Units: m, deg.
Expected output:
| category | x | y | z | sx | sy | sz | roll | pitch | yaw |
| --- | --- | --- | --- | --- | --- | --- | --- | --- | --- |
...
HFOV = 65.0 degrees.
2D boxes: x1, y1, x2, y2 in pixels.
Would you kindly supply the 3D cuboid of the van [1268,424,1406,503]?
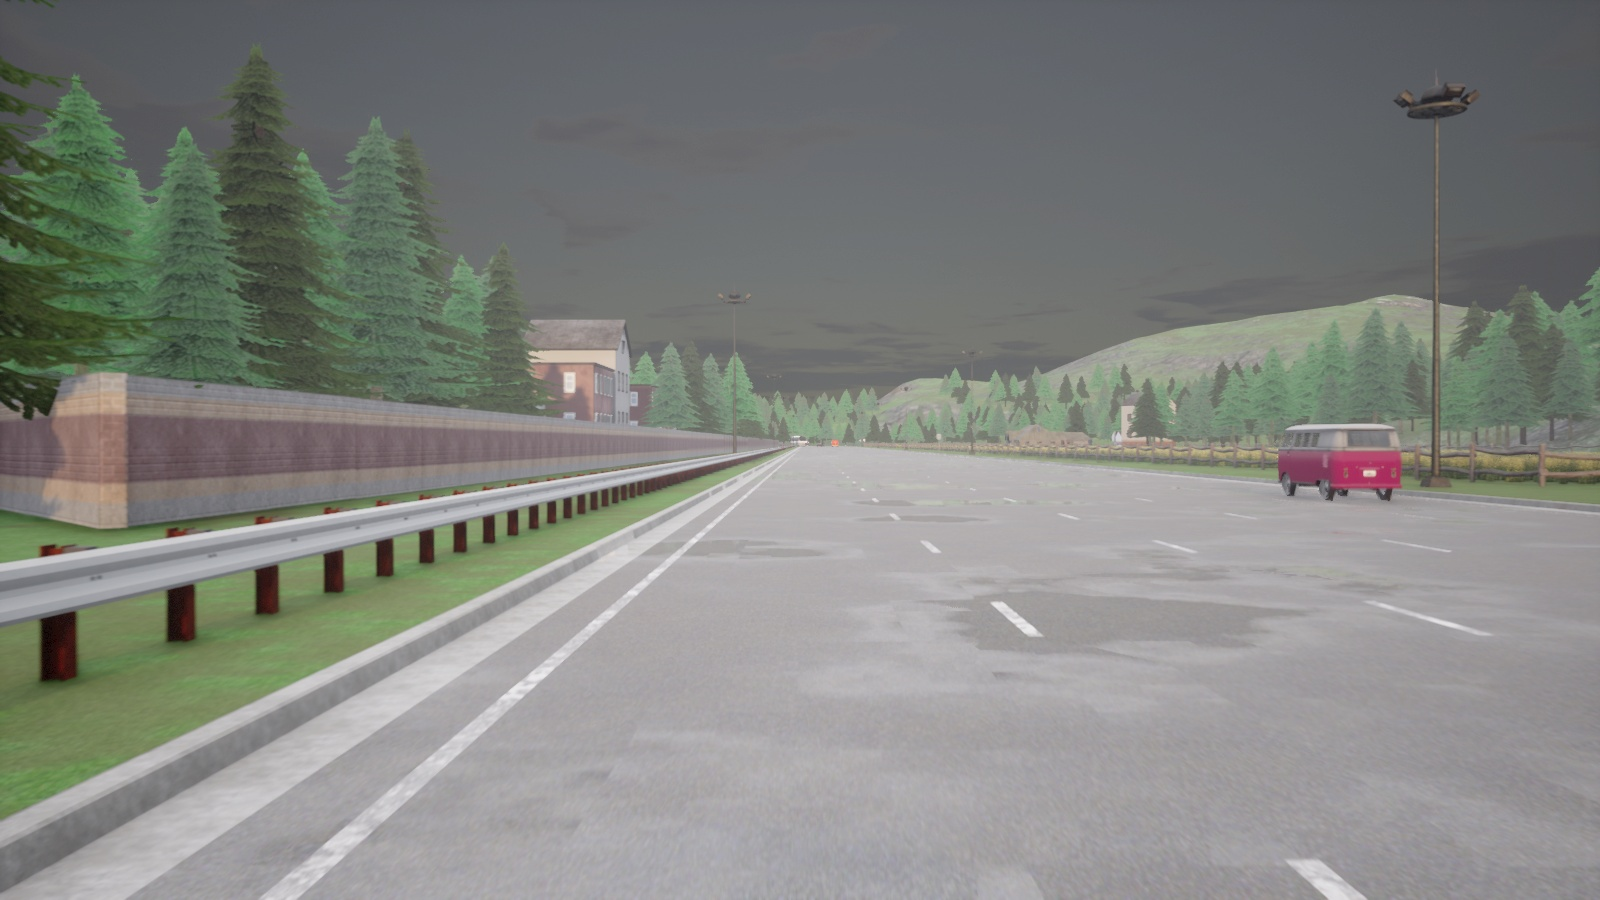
| category | x | y | z | sx | sy | sz | roll | pitch | yaw |
| --- | --- | --- | --- | --- | --- | --- | --- | --- | --- |
| van | 14.209 | 0.322 | 33.512 | 1.775 | 1.987 | 4.442 | 0 | 0 | 0 |
